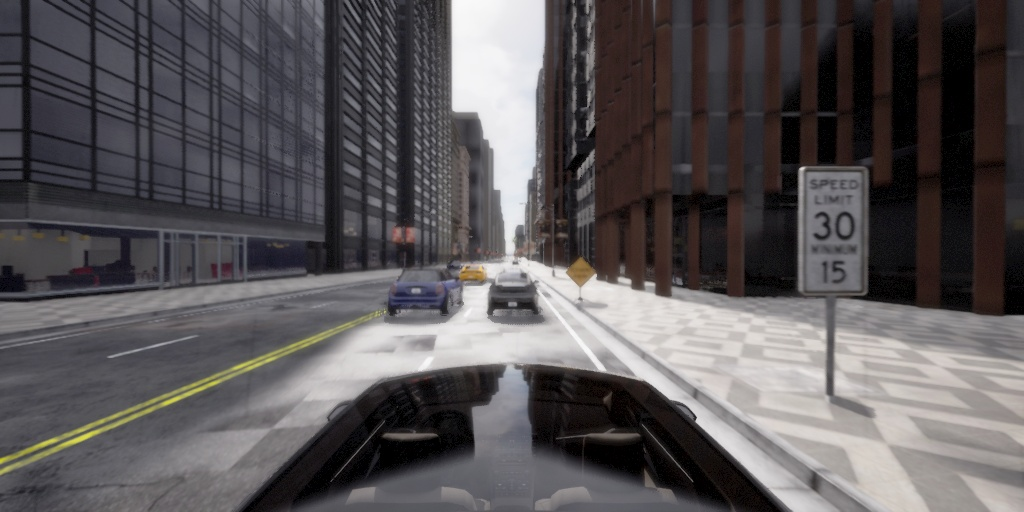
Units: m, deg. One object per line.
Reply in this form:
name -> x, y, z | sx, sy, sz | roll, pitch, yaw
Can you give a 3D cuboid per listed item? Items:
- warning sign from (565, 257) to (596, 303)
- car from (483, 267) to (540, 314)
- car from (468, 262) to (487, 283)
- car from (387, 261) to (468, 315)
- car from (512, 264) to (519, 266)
warning sign -> 2.854, 0.973, 15.022 | 1.300, 1.860, 1.060 | 0, 0, 0
car -> 0.048, 1.358, 14.291 | 1.837, 1.490, 4.892 | 0, 0, 1
car -> -3.187, 1.460, 30.474 | 1.882, 1.535, 5.008 | 0, 0, 1
car -> -3.202, 1.202, 14.163 | 2.097, 1.767, 4.553 | 0, -1, 0
car -> 0.047, 1.569, 28.662 | 1.895, 1.301, 4.718 | 0, 0, 1
